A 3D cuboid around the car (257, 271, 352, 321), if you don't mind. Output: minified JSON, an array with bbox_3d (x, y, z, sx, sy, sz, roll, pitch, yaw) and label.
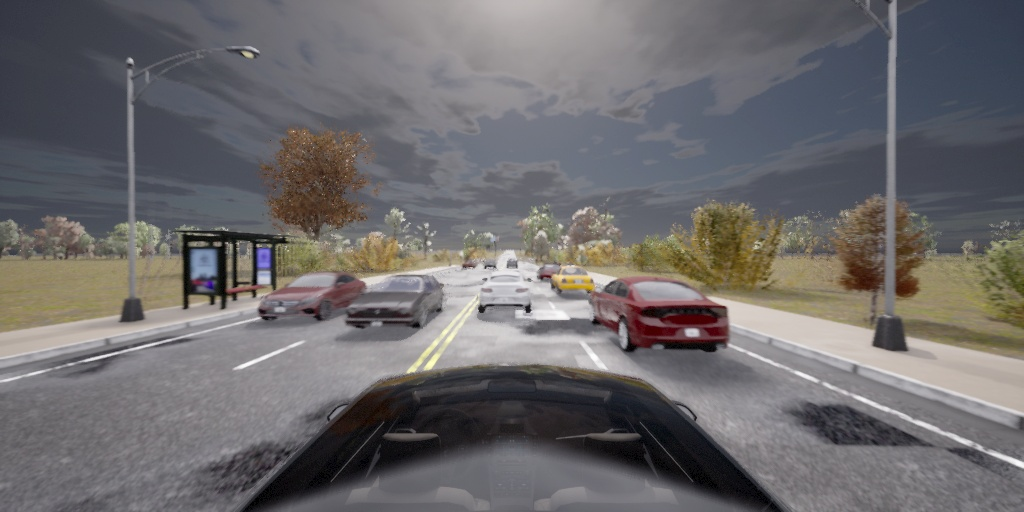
[{"bbox_3d":[-6.602,1.278,12.535,1.812,1.442,4.674,0,0,0],"label":"car"}]

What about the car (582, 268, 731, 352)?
[{"bbox_3d":[3.247,1.229,8.937,1.882,1.535,5.008,0,0,0],"label":"car"}]

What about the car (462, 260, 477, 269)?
[{"bbox_3d":[-6.521,1.334,54.989,1.895,1.301,4.718,0,0,0],"label":"car"}]

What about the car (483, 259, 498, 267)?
[{"bbox_3d":[-3.271,1.285,55.021,1.837,1.490,4.892,0,0,0],"label":"car"}]

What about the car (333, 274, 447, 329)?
[{"bbox_3d":[-3.354,1.299,11.548,2.033,1.411,5.357,0,0,0],"label":"car"}]

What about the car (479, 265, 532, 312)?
[{"bbox_3d":[-0.206,1.277,14.108,1.812,1.442,4.674,0,0,1],"label":"car"}]

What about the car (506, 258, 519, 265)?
[{"bbox_3d":[0.062,1.210,60.456,2.128,1.511,4.902,0,0,0],"label":"car"}]

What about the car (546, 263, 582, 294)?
[{"bbox_3d":[3.243,1.206,20.127,1.801,1.575,5.366,0,0,0],"label":"car"}]

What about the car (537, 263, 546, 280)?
[{"bbox_3d":[3.239,1.309,30.938,1.994,1.385,4.181,0,0,0],"label":"car"}]
